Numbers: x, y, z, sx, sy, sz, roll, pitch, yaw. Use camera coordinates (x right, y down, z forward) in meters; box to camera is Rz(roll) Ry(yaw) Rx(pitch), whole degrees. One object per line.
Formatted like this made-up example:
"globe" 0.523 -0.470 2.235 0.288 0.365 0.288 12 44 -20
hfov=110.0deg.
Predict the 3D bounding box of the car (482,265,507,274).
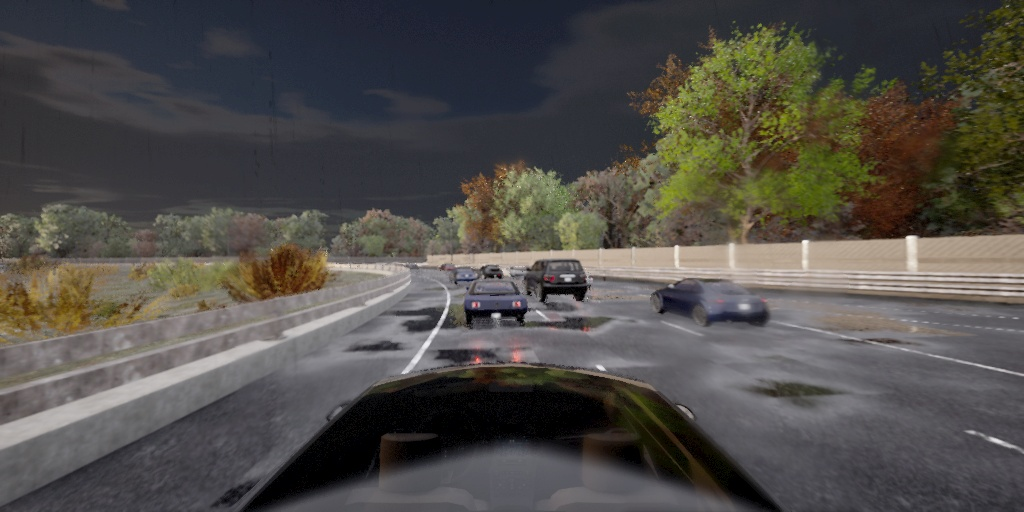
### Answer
"car" -2.344 1.662 35.983 1.837 1.490 4.892 0 -1 -18

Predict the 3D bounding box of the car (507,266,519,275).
"car" 0.263 1.789 39.469 1.895 1.301 4.718 0 -1 -22

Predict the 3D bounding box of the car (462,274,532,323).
"car" -0.692 1.482 12.729 1.895 1.301 4.718 0 -1 -6

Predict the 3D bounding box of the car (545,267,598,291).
"car" 4.121 1.540 25.701 1.812 1.442 4.674 0 -1 -17

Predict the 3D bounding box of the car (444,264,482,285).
"car" -4.281 1.650 30.715 2.033 1.411 5.357 0 -1 -16

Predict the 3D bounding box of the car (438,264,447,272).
"car" -11.249 2.058 62.241 1.994 1.385 4.181 0 -1 -34

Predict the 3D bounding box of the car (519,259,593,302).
"car" 2.058 1.159 18.404 2.150 2.045 5.566 0 -1 -9

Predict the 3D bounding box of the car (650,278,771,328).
"car" 6.327 1.408 11.967 1.994 1.385 4.181 0 -1 -4
